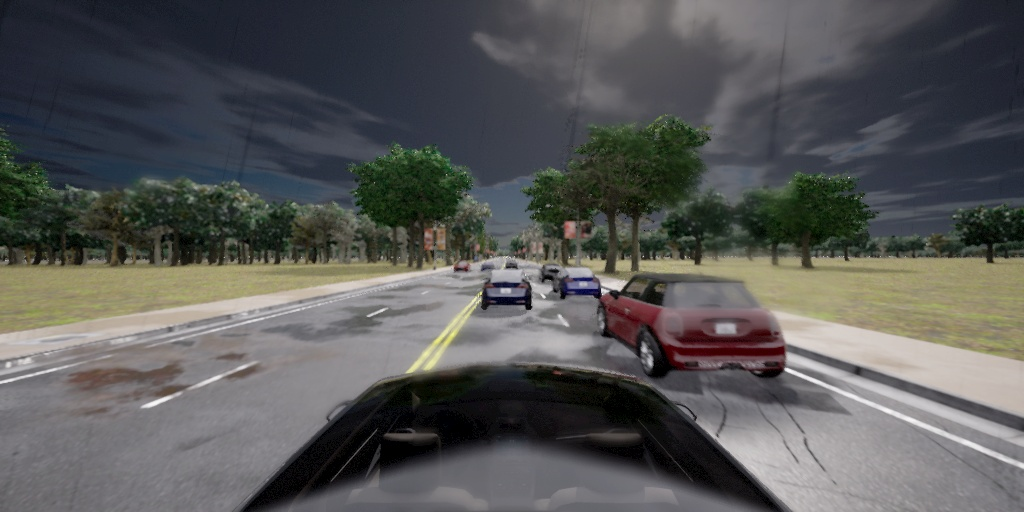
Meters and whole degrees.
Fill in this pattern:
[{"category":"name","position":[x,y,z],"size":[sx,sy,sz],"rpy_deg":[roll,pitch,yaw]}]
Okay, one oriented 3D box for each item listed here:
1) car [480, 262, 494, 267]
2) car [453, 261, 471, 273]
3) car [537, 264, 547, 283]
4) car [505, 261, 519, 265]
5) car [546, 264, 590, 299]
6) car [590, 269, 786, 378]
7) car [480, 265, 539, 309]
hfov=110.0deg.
[{"category":"car","position":[-3.389,1.512,50.834],"size":[2.033,1.411,5.357],"rpy_deg":[0,0,0]},{"category":"car","position":[-6.651,1.430,48.211],"size":[1.882,1.535,5.008],"rpy_deg":[0,0,0]},{"category":"car","position":[3.211,1.376,29.605],"size":[1.837,1.490,4.892],"rpy_deg":[0,0,0]},{"category":"car","position":[-0.060,1.492,56.563],"size":[1.837,1.490,4.892],"rpy_deg":[0,0,0]},{"category":"car","position":[3.236,1.328,18.630],"size":[2.163,1.488,4.792],"rpy_deg":[0,0,0]},{"category":"car","position":[3.249,1.128,7.566],"size":[2.097,1.767,4.553],"rpy_deg":[0,0,0]},{"category":"car","position":[-0.179,1.313,15.333],"size":[2.163,1.488,4.792],"rpy_deg":[0,0,1]}]
